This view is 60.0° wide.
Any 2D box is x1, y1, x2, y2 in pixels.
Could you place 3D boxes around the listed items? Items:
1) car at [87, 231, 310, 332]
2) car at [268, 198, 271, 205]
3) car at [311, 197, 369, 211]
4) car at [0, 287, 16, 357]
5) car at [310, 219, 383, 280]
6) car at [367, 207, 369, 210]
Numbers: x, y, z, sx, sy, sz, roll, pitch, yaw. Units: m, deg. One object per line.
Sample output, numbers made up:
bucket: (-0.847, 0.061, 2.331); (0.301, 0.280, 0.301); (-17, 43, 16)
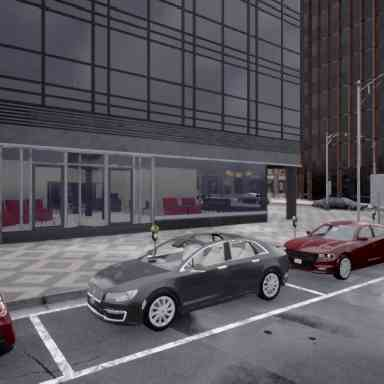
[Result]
car: (0.135, 1.551, 6.750); (4.403, 1.369, 2.008); (0, 0, -36)
car: (8.105, 0.931, 43.430); (1.837, 1.490, 4.892); (0, 1, -36)
car: (14.941, 1.203, 33.803); (2.033, 1.411, 5.357); (0, 1, -41)
car: (-4.306, 1.440, 3.578); (4.097, 1.590, 1.967); (0, 0, -36)
car: (4.575, 1.545, 9.922); (4.507, 1.381, 1.887); (0, 0, -36)
car: (9.016, 1.441, 13.094); (4.097, 1.590, 1.967); (0, 0, -36)
